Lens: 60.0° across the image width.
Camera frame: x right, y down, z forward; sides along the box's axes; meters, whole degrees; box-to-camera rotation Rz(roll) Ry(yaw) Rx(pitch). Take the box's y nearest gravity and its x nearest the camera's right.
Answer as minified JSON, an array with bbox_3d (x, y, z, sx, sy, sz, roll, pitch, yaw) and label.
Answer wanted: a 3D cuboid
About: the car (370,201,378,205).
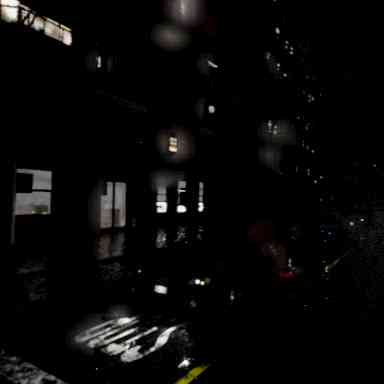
[{"bbox_3d":[27.439,2.334,52.083,1.887,1.381,4.507,2,0,34],"label":"car"}]

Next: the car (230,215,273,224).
[{"bbox_3d":[2.573,1.759,15.392,1.802,1.307,4.206,2,0,34],"label":"car"}]

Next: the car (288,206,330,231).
[{"bbox_3d":[8.695,1.856,24.425,1.752,1.417,4.829,2,0,34],"label":"car"}]

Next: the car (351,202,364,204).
[{"bbox_3d":[18.115,2.108,38.324,1.887,1.381,4.507,2,0,34],"label":"car"}]

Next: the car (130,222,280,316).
[{"bbox_3d":[0.531,1.645,7.802,1.994,1.385,4.181,0,-1,34],"label":"car"}]

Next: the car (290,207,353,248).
[{"bbox_3d":[6.403,1.708,16.448,1.882,1.535,5.008,0,-1,34],"label":"car"}]

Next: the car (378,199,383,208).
[{"bbox_3d":[39.870,2.640,70.428,2.008,1.369,4.403,2,0,34],"label":"car"}]

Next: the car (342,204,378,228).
[{"bbox_3d":[13.016,1.943,26.191,2.033,1.411,5.357,0,-1,34],"label":"car"}]
